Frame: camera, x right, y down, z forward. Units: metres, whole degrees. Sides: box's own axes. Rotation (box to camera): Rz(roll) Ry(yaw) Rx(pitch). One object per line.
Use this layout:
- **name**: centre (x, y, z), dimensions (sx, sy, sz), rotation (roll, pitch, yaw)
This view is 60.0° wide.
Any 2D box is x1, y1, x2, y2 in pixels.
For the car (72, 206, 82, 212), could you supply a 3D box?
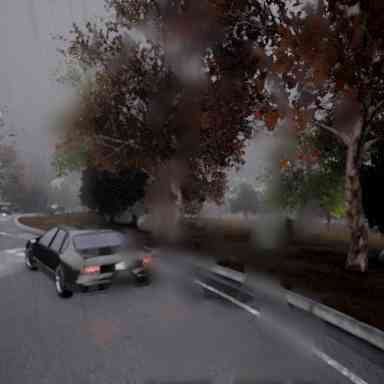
- **car**: centre (-24.255, 3.882, 71.928), dimensions (2.097, 1.767, 4.553), rotation (0, -5, -4)

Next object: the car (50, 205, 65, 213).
- **car**: centre (-23.312, 2.944, 56.867), dimensions (1.882, 1.535, 5.008), rotation (0, -5, -3)

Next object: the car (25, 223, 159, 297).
- **car**: centre (-2.897, 1.525, 8.666), dimensions (2.033, 1.411, 5.357), rotation (0, 0, -37)

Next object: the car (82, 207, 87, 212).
- **car**: centre (-20.530, 3.983, 68.643), dimensions (1.895, 1.301, 4.718), rotation (0, -5, -4)

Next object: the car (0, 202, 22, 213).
- **car**: centre (-22.248, 1.900, 40.111), dimensions (1.994, 1.385, 4.181), rotation (0, -3, -4)
